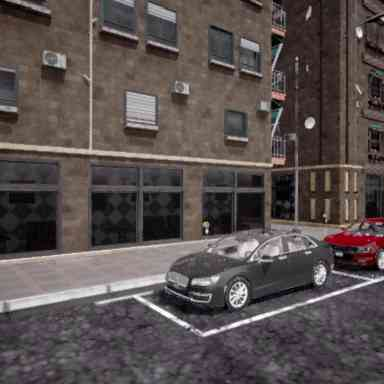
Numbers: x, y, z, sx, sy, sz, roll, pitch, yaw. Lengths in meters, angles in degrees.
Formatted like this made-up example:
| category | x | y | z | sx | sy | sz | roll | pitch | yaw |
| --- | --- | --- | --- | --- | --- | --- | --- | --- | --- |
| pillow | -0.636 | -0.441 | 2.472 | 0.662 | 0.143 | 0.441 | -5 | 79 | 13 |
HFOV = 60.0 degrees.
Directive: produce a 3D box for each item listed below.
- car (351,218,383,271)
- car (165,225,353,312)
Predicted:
| category | x | y | z | sx | sy | sz | roll | pitch | yaw |
| --- | --- | --- | --- | --- | --- | --- | --- | --- | --- |
| car | 6.066 | 1.542 | 10.885 | 4.507 | 1.381 | 1.887 | 0 | 0 | -36 |
| car | 1.478 | 1.549 | 7.612 | 4.403 | 1.369 | 2.008 | 0 | 0 | -36 |
